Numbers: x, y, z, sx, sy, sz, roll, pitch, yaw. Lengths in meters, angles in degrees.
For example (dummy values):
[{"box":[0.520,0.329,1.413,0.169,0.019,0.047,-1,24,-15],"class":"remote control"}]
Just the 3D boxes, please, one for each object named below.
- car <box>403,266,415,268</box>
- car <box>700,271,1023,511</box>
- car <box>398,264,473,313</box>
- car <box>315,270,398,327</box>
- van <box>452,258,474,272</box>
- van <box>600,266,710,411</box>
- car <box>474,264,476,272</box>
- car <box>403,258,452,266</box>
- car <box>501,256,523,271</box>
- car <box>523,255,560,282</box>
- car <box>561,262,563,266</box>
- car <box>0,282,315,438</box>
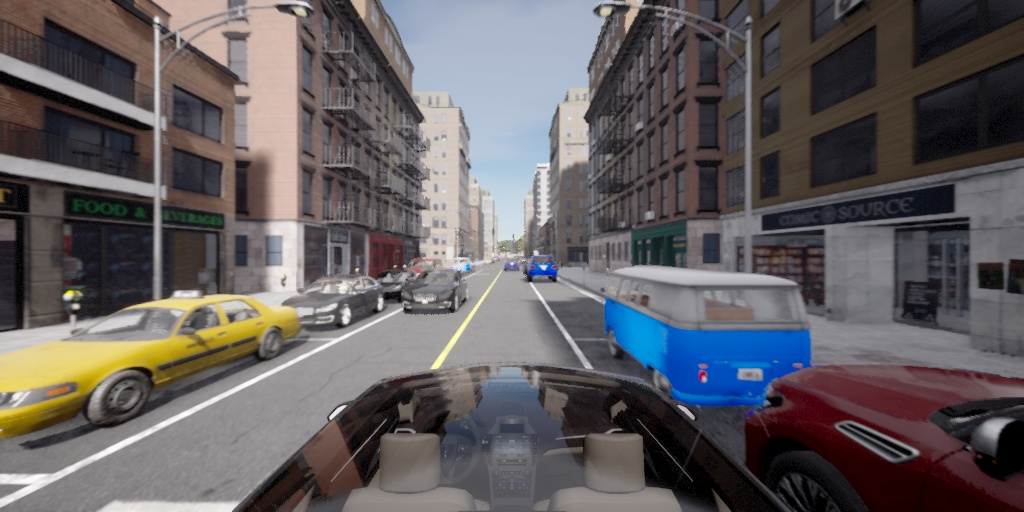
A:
[{"box":[-5.398,1.309,16.695,1.948,1.339,4.313,0,0,0],"class":"car"},{"box":[2.685,1.065,0.478,2.192,1.841,5.009,0,0,0],"class":"car"},{"box":[-2.851,1.249,14.148,1.837,1.490,4.892,0,0,0],"class":"car"},{"box":[-5.399,1.296,11.289,2.007,1.370,4.403,0,0,0],"class":"car"},{"box":[-5.393,1.076,38.320,1.690,1.789,3.998,0,0,0],"class":"van"},{"box":[2.680,1.089,5.885,1.690,1.789,3.998,0,0,0],"class":"van"},{"box":[-5.392,1.283,43.726,2.007,1.370,4.403,0,0,0],"class":"car"},{"box":[-5.396,1.056,22.101,2.192,1.841,5.009,0,0,0],"class":"car"},{"box":[0.004,1.083,47.920,2.097,1.767,4.553,0,0,0],"class":"car"},{"box":[2.269,0.963,28.427,2.150,2.045,5.566,0,0,0],"class":"car"},{"box":[6.096,1.172,60.813,5.008,1.535,1.882,-1,0,8],"class":"car"},{"box":[-5.400,1.274,5.713,1.751,1.417,4.829,0,0,0],"class":"car"}]
